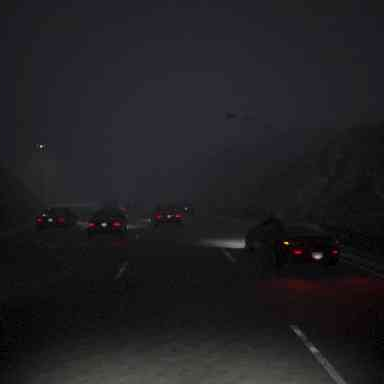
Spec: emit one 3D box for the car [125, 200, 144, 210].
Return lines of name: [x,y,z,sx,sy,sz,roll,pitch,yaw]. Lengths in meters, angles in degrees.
car: [-8.016,1.763,45.980,1.895,1.301,4.718,0,0,-21]

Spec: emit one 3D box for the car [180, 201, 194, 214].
car: [-1.121,1.640,35.582,1.994,1.385,4.181,0,0,-15]

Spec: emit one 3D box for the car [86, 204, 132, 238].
car: [-4.613,1.626,18.451,2.033,1.411,5.357,0,0,-9]

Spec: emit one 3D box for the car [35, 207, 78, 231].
car: [-8.640,1.671,21.546,2.033,1.411,5.357,0,0,-12]

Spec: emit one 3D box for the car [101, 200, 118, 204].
car: [-10.769,1.732,43.461,2.033,1.411,5.357,0,0,-21]

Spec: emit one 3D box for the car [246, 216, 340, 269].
car: [3.142,1.516,11.118,1.812,1.442,4.674,0,0,-5]

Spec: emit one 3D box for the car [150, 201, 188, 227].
car: [-1.934,1.610,23.747,2.033,1.411,5.357,0,0,-11]
